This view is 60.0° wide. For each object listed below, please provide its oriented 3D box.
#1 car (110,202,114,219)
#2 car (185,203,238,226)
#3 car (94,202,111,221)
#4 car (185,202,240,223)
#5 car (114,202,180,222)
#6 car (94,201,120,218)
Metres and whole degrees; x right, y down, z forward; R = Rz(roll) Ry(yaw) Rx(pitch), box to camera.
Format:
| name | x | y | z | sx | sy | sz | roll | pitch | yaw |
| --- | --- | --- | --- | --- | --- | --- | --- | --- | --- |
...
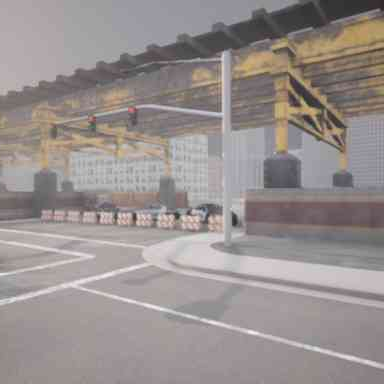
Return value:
| name | x | y | z | sx | sy | sz | roll | pitch | yaw |
| --- | --- | --- | --- | --- | --- | --- | --- | --- | --- |
| car | -3.467 | 1.589 | 25.937 | 4.974 | 1.542 | 2.038 | 0 | 0 | -1 |
| car | 1.360 | 1.549 | 23.461 | 2.038 | 1.542 | 4.974 | 0 | 0 | -26 |
| car | -7.223 | 1.624 | 28.605 | 2.038 | 1.542 | 4.974 | 0 | 0 | -11 |
| car | 1.336 | 1.392 | 23.509 | 1.853 | 1.218 | 4.536 | 0 | 0 | -26 |
| car | -3.416 | 1.432 | 25.939 | 4.536 | 1.218 | 1.853 | 0 | 0 | -1 |
| car | -7.234 | 1.467 | 28.657 | 1.853 | 1.218 | 4.536 | 0 | 0 | -11 |
